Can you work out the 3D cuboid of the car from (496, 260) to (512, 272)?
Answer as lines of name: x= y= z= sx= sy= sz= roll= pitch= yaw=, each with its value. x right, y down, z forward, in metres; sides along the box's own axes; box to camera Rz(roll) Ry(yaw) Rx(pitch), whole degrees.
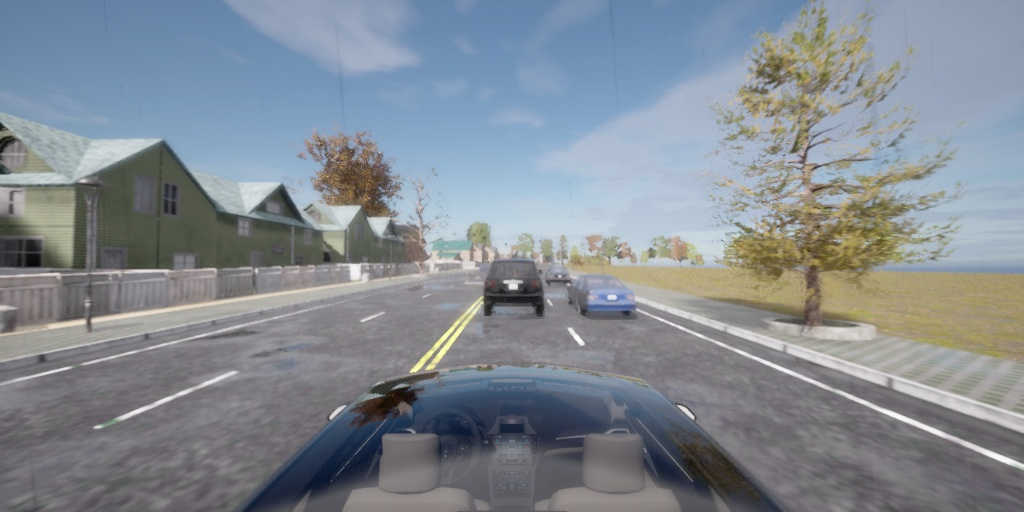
car: x=-1.322 y=1.650 z=61.809 sx=2.150 sy=2.045 sz=5.566 roll=0 pitch=0 yaw=4

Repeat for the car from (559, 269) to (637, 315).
car: x=3.341 y=1.432 z=14.320 sx=2.033 sy=1.411 sz=5.357 roll=0 pitch=-1 yaw=1

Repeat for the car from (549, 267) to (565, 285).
car: x=3.671 y=1.597 z=29.251 sx=2.033 sy=1.411 sz=5.357 roll=0 pitch=-1 yaw=2

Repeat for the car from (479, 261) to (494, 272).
car: x=-4.454 y=1.815 z=63.538 sx=2.097 sy=1.767 sz=4.553 roll=0 pitch=-1 yaw=4

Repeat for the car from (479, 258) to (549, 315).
car: x=0.092 y=1.111 z=14.408 sx=2.150 sy=2.045 sz=5.566 roll=0 pitch=0 yaw=1
